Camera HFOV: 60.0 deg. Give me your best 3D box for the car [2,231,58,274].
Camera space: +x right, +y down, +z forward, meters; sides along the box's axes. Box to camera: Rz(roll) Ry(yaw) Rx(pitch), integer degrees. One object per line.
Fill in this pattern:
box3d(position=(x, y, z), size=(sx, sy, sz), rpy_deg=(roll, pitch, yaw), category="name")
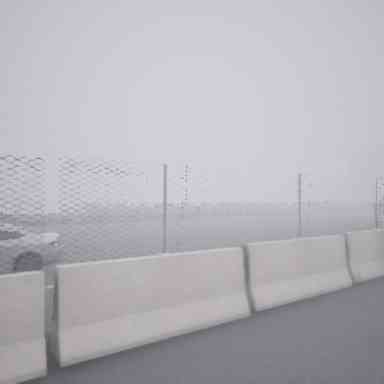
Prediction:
box3d(position=(-5.729, 1.524, 8.505), size=(4.674, 1.442, 1.812), rpy_deg=(0, 0, -35), category="car")
